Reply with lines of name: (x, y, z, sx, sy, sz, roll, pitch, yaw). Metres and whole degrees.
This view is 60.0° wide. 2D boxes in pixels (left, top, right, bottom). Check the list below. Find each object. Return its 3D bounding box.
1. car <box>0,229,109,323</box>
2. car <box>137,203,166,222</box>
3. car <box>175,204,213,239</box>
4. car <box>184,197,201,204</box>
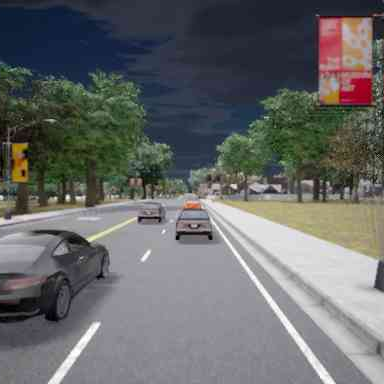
car: (-3.152, 1.532, 7.133, 1.812, 1.442, 4.674, 0, 0, 0)
car: (-3.158, 1.596, 26.625, 2.033, 1.411, 5.357, 0, 0, 0)
car: (0.096, 1.573, 17.408, 2.033, 1.411, 5.357, 0, 0, 0)
car: (0.087, 1.449, 42.551, 2.097, 1.767, 4.553, 0, 0, 0)
